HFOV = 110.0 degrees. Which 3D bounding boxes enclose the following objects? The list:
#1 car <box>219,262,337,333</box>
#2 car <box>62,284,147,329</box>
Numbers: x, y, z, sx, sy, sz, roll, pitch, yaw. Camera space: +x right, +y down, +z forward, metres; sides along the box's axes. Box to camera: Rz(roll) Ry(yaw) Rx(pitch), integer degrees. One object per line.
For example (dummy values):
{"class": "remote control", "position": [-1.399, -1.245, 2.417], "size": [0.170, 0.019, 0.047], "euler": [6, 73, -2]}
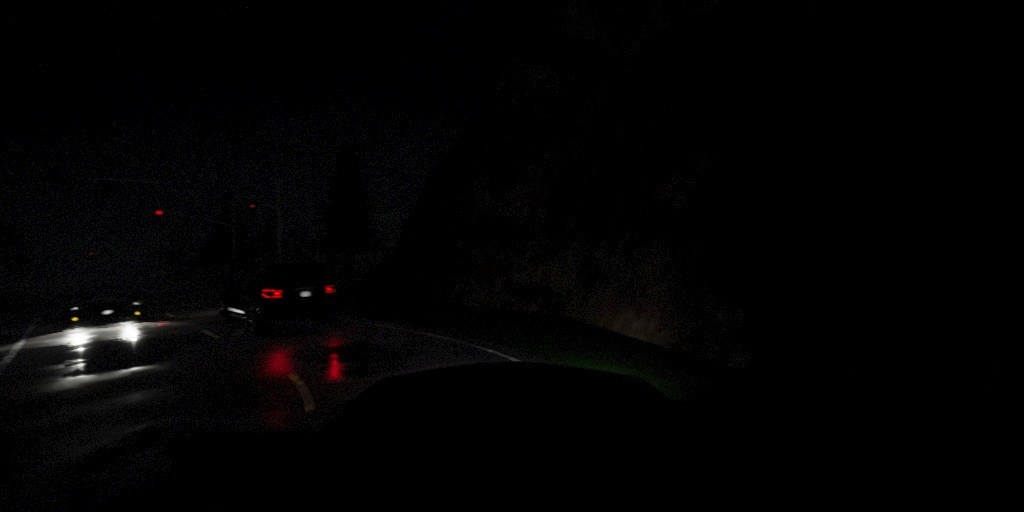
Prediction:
{"class": "car", "position": [-8.070, 1.256, 12.191], "size": [5.566, 2.045, 2.150], "euler": [-2, 0, 40]}
{"class": "car", "position": [-15.518, 1.814, 13.671], "size": [4.181, 1.385, 1.994], "euler": [-2, -1, 40]}
